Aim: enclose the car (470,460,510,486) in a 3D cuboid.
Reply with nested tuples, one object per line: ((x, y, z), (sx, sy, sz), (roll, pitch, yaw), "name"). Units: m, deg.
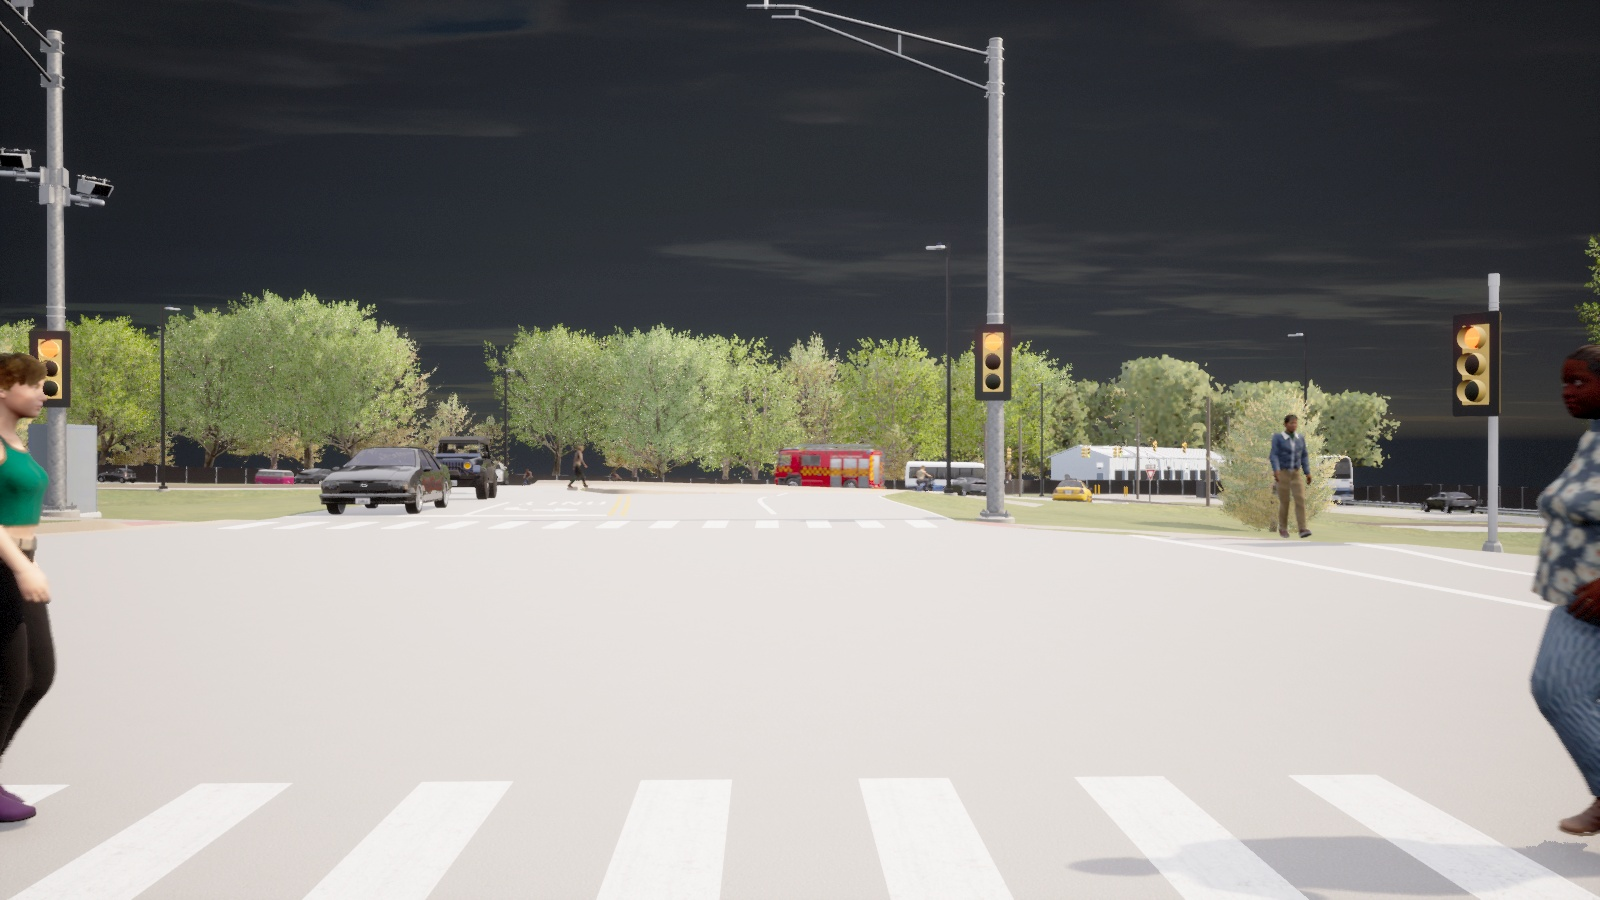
((-18.691, 1.396, 75.887), (1.970, 1.475, 3.806), (0, -2, -9), "car")

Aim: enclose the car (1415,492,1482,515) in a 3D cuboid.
((44.896, 3.679, 87.042), (2.128, 1.511, 4.902), (0, -1, 0), "car")

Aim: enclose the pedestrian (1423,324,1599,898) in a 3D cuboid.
((2.874, 0.516, 4.471), (0.900, 1.855, 0.874), (0, 1, 4), "pedestrian")

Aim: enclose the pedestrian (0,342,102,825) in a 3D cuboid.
((-3.120, 0.508, 4.924), (0.594, 1.836, 0.345), (0, 1, -14), "pedestrian")

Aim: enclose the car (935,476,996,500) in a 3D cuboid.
((11.322, 2.616, 86.266), (2.128, 1.511, 4.902), (5, -3, -20), "car")

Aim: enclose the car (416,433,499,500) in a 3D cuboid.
((-10.076, 0.493, 37.225), (1.905, 1.878, 3.866), (0, -1, -8), "car")

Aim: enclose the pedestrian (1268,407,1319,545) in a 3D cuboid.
((7.141, 0.368, 18.201), (0.423, 1.949, 0.788), (0, 1, 0), "pedestrian")

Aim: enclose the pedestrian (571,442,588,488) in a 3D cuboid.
((-8.976, 0.619, 51.144), (0.634, 1.846, 0.331), (0, 1, -24), "pedestrian")

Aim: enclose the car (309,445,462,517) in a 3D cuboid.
((-8.879, 0.613, 27.407), (2.033, 1.411, 5.357), (0, 0, -6), "car")

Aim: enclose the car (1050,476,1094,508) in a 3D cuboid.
((14.971, 2.341, 68.890), (1.801, 1.575, 5.366), (1, -3, 18), "car")
